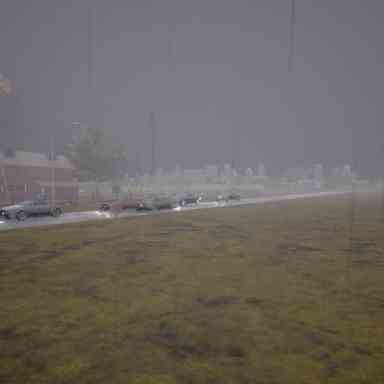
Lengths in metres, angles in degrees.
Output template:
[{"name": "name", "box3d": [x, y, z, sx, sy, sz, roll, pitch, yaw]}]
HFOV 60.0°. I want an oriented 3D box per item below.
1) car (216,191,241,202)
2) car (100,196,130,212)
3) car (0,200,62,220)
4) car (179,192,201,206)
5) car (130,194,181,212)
[{"name": "car", "box3d": [5.314, 0.596, 48.403, 2.128, 1.511, 4.902, 1, 2, 37]}, {"name": "car", "box3d": [-6.730, 1.090, 31.872, 1.994, 1.385, 4.181, 1, 2, 36]}, {"name": "car", "box3d": [-11.925, 1.267, 24.736, 1.994, 1.385, 4.181, 1, 2, 34]}, {"name": "car", "box3d": [-0.846, 0.827, 39.976, 1.837, 1.490, 4.892, 1, 2, 36]}, {"name": "car", "box3d": [-3.367, 1.108, 31.492, 1.994, 1.385, 4.181, 1, 2, 36]}]
